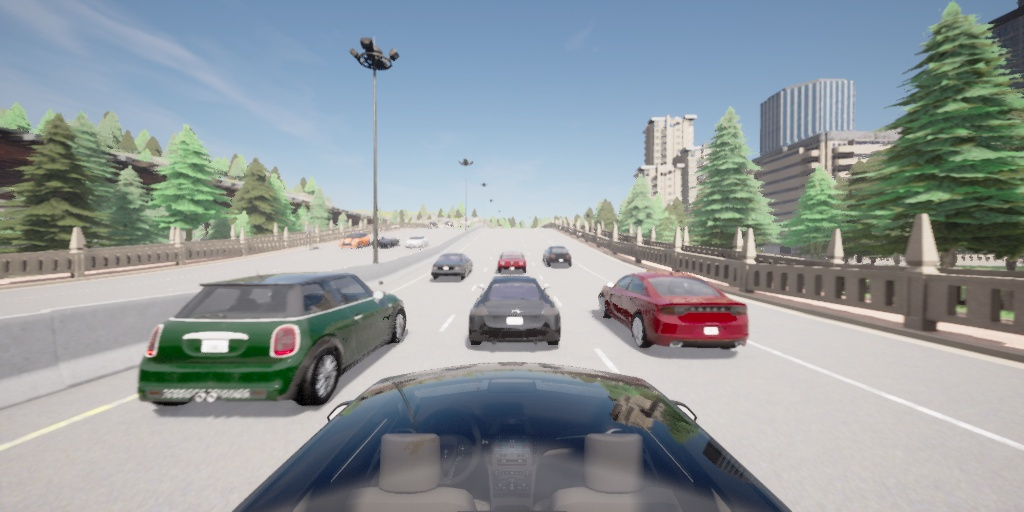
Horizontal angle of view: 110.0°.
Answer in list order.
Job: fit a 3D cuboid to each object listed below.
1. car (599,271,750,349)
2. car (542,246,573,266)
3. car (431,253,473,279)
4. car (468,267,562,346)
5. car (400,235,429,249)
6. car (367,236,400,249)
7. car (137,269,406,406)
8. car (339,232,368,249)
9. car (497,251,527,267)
[{"bbox_3d":[3.551,1.099,8.854,1.882,1.535,5.008,0,2,0],"label":"car"},{"bbox_3d":[3.504,-0.093,27.904,1.812,1.442,4.674,0,6,0],"label":"car"},{"bbox_3d":[-3.502,0.497,21.562,2.033,1.411,5.357,0,5,0],"label":"car"},{"bbox_3d":[0.055,1.181,9.032,1.994,1.385,4.181,0,2,0],"label":"car"},{"bbox_3d":[-10.717,-1.632,40.531,1.812,1.442,4.674,0,7,0],"label":"car"},{"bbox_3d":[-14.217,-1.560,40.554,1.895,1.301,4.718,0,7,0],"label":"car"},{"bbox_3d":[-3.456,1.033,6.315,2.097,1.767,4.553,0,1,0],"label":"car"},{"bbox_3d":[-17.713,-1.811,40.553,2.097,1.767,4.553,0,7,0],"label":"car"},{"bbox_3d":[0.005,0.289,24.706,1.895,1.301,4.718,0,5,0],"label":"car"}]
